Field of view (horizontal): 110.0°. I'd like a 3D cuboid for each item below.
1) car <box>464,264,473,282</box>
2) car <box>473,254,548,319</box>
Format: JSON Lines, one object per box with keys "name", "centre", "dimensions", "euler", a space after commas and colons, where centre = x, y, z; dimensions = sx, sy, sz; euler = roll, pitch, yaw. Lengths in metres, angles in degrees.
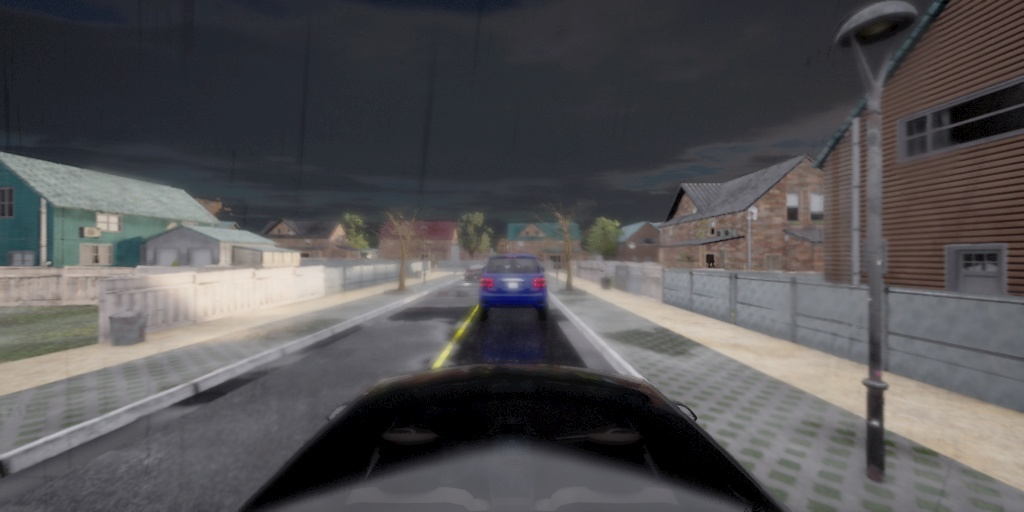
{"name": "car", "centre": [-2.828, 1.385, 30.006], "dimensions": [1.812, 1.442, 4.674], "euler": [0, 0, 0]}
{"name": "car", "centre": [0.057, 1.003, 13.007], "dimensions": [2.150, 2.045, 5.566], "euler": [0, -1, 0]}
